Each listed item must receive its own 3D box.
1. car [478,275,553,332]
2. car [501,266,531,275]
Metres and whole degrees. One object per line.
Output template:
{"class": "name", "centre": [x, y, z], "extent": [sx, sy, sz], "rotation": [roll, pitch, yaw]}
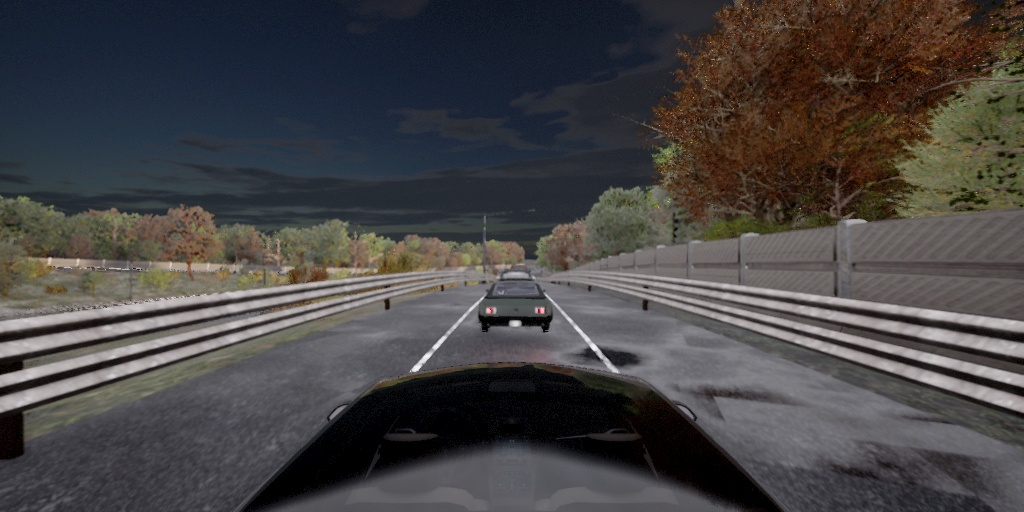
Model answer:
{"class": "car", "centre": [0.110, 1.405, 11.053], "extent": [1.895, 1.301, 4.718], "rotation": [0, -1, 1]}
{"class": "car", "centre": [0.201, 1.437, 18.610], "extent": [1.882, 1.535, 5.008], "rotation": [0, -1, 1]}
